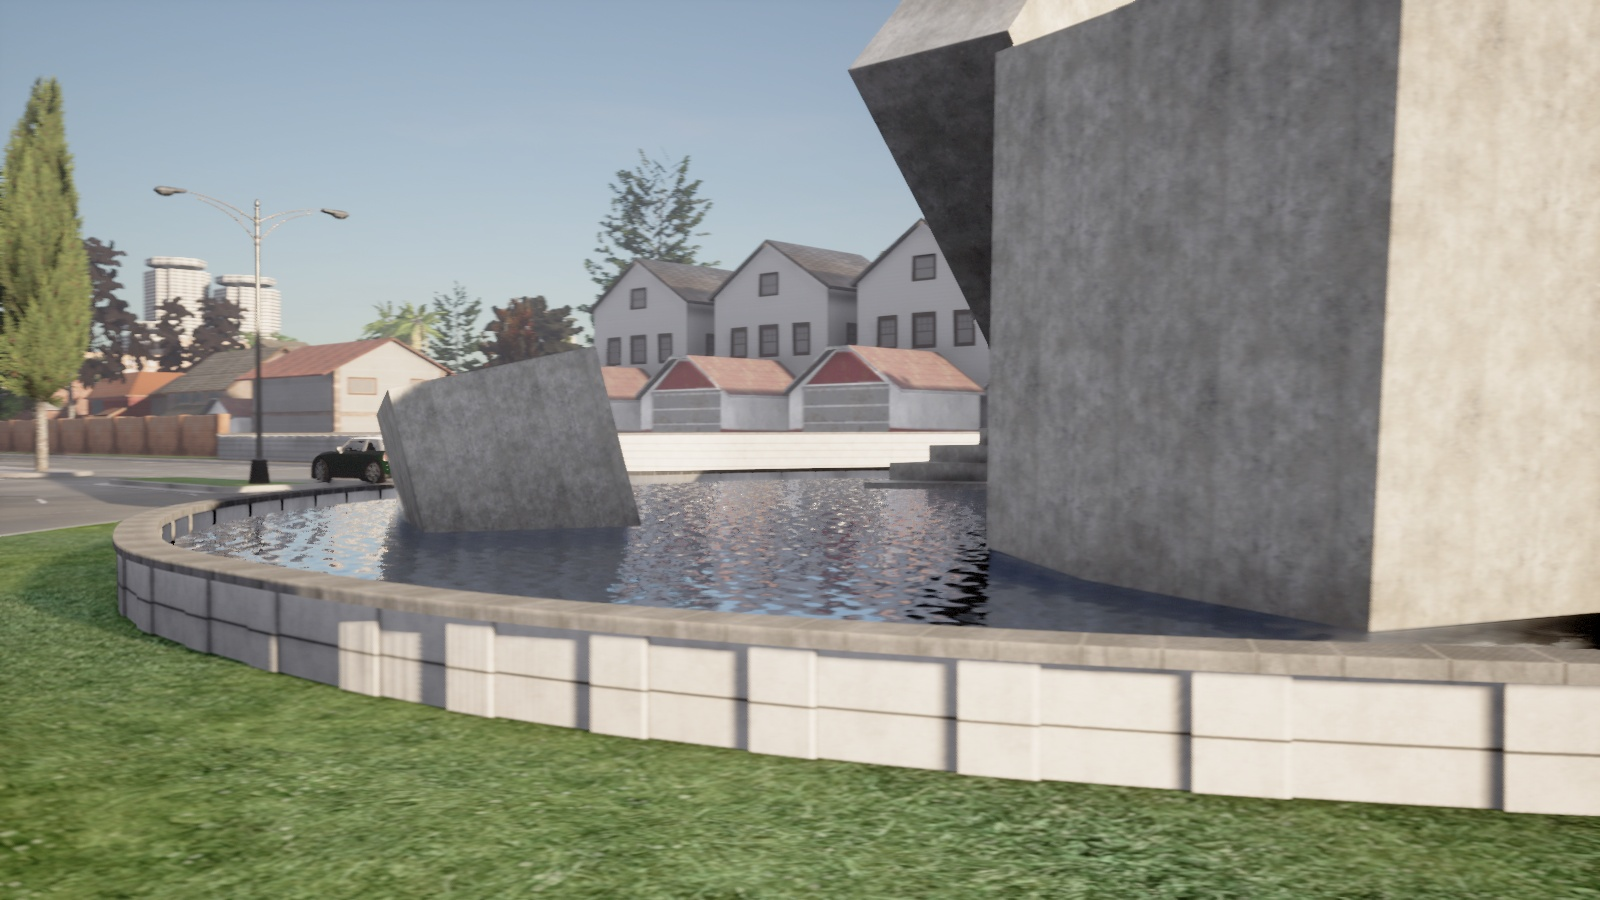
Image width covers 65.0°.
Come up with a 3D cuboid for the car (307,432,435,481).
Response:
[{"bbox_3d":[-13.775,0.170,40.294,3.806,1.475,1.970,1,1,33],"label":"car"}]
